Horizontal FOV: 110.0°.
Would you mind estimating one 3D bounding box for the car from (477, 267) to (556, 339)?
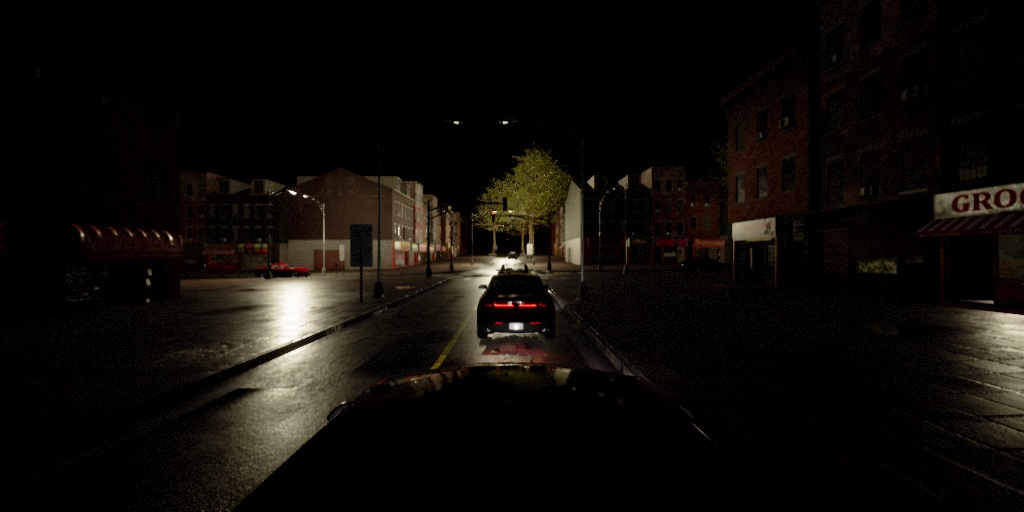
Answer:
[{"bbox_3d":[0.104,1.226,9.996,1.837,1.490,4.892,0,0,0],"label":"car"}]

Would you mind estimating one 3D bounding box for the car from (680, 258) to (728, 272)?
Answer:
[{"bbox_3d":[17.277,0.804,31.962,4.313,1.339,1.948,0,0,0],"label":"car"}]

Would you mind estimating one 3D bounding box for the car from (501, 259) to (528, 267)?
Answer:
[{"bbox_3d":[0.135,1.125,19.360,2.128,1.511,4.902,0,1,0],"label":"car"}]

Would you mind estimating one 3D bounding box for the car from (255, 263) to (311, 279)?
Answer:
[{"bbox_3d":[-20.305,1.342,31.903,4.507,1.381,1.888,0,0,0],"label":"car"}]
